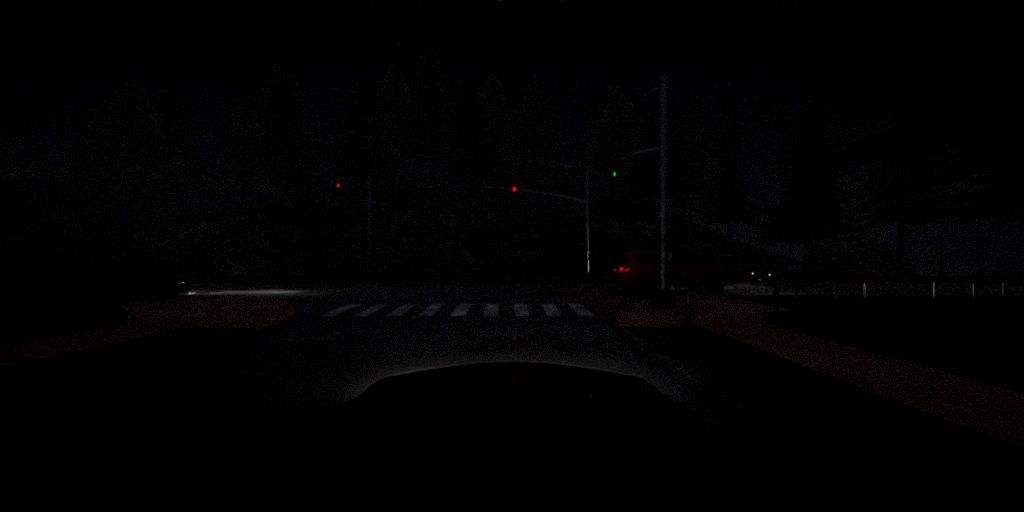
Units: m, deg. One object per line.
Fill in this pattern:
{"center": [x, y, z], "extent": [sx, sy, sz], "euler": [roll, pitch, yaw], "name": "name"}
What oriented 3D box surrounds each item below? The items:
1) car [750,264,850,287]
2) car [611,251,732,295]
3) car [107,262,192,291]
{"center": [17.060, 1.162, 21.471], "extent": [4.718, 1.301, 1.895], "euler": [0, 0, 0], "name": "car"}
{"center": [7.805, 0.778, 17.870], "extent": [5.566, 2.045, 2.150], "euler": [0, 0, 0], "name": "car"}
{"center": [-18.923, 1.056, 17.954], "extent": [4.902, 1.511, 2.128], "euler": [0, 0, 0], "name": "car"}
